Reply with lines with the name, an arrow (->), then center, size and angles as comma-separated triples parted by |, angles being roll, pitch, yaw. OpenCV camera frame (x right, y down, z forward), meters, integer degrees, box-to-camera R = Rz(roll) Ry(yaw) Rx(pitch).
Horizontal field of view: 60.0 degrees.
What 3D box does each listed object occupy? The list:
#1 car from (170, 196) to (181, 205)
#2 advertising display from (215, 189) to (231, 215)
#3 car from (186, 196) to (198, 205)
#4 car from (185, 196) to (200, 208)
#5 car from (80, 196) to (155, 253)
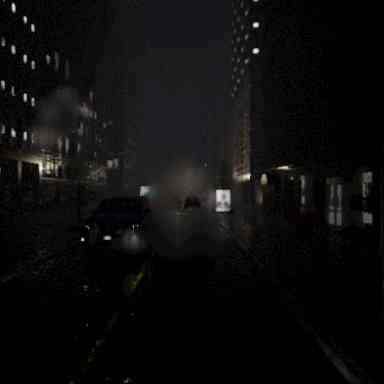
car -> -2.789, 1.466, 56.874 | 1.812, 1.442, 4.674 | 0, 0, 0
advertising display -> 3.017, 0.966, 32.180 | 1.540, 2.440, 0.280 | 0, 0, 0
car -> 0.012, 1.487, 59.284 | 2.033, 1.411, 5.357 | 0, 0, 0
car -> 0.052, 1.292, 46.352 | 2.097, 1.767, 4.553 | 0, 0, 0
car -> -2.848, 1.188, 13.972 | 2.150, 2.045, 5.566 | 0, 0, 0
